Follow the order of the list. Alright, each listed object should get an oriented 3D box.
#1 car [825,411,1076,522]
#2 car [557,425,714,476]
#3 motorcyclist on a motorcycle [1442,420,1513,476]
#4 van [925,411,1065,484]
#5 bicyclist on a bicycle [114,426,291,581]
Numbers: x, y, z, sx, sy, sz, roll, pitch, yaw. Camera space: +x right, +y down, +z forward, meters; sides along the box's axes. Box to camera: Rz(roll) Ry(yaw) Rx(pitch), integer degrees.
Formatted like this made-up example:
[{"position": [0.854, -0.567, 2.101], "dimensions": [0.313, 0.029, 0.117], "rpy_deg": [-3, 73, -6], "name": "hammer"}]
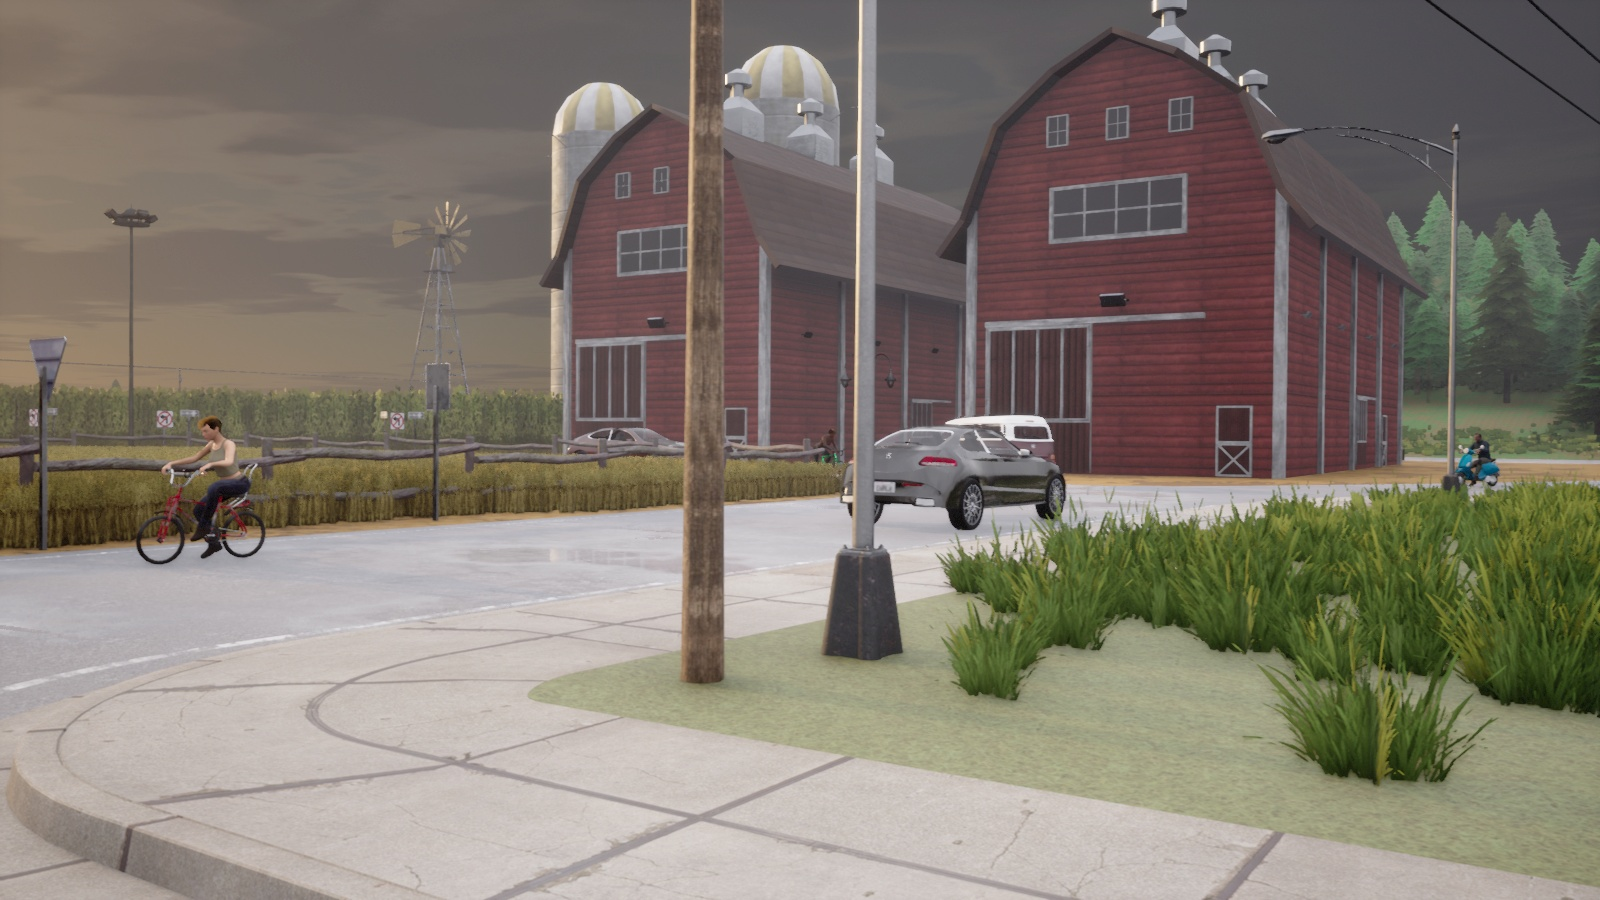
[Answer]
[{"position": [2.698, 0.200, 21.268], "dimensions": [2.152, 1.651, 5.027], "rpy_deg": [0, 1, 34], "name": "car"}, {"position": [-5.584, -0.004, 42.479], "dimensions": [5.027, 1.651, 2.152], "rpy_deg": [0, 1, 31], "name": "car"}, {"position": [20.051, -0.066, 37.154], "dimensions": [1.817, 1.590, 0.866], "rpy_deg": [-1, 1, -22], "name": "motorcyclist on a motorcycle"}, {"position": [5.715, -0.098, 37.408], "dimensions": [2.069, 2.038, 4.480], "rpy_deg": [0, 1, -23], "name": "van"}, {"position": [-6.579, 0.545, 13.883], "dimensions": [0.866, 1.612, 1.509], "rpy_deg": [0, 1, 35], "name": "bicyclist on a bicycle"}]
